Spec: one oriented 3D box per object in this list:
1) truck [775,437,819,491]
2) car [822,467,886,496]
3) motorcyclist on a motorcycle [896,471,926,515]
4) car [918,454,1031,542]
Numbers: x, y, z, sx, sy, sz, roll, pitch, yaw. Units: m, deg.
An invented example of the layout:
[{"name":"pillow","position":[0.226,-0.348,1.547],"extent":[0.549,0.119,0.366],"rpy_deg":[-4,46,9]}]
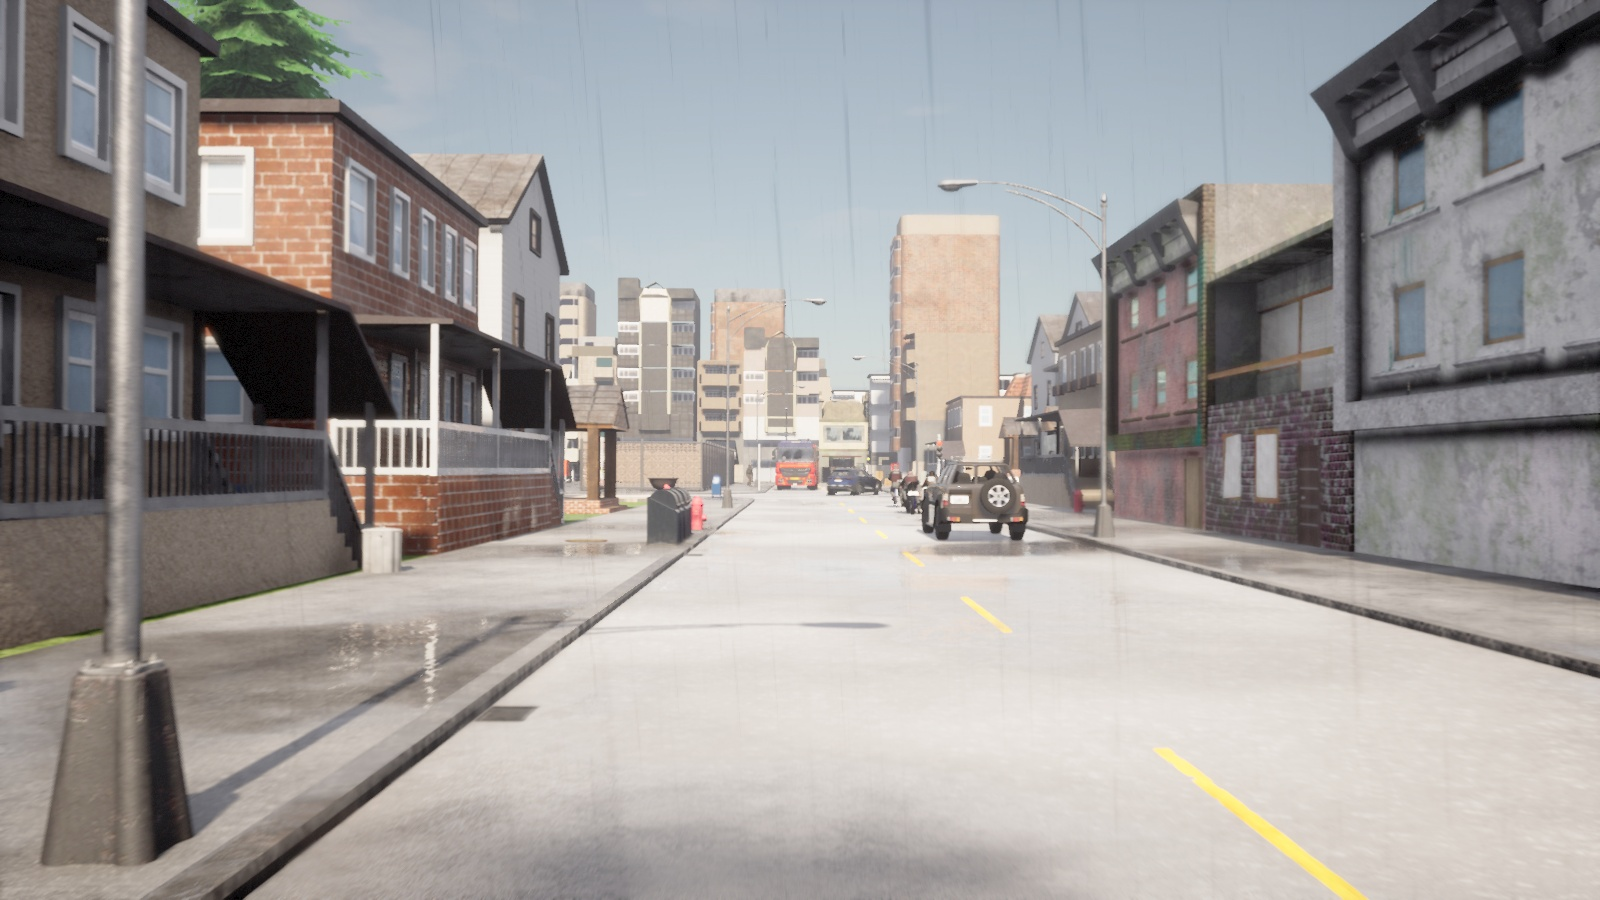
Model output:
[{"name":"truck","position":[-0.145,1.056,93.851],"extent":[2.891,3.827,8.468],"rpy_deg":[0,-1,3]},{"name":"car","position":[3.258,1.852,74.863],"extent":[2.033,1.649,4.856],"rpy_deg":[0,-1,26]},{"name":"motorcyclist on a motorcycle","position":[3.897,1.495,44.247],"extent":[0.866,1.530,2.191],"rpy_deg":[0,-1,0]},{"name":"car","position":[3.933,1.047,28.974],"extent":[1.932,1.855,4.605],"rpy_deg":[0,-1,0]}]
